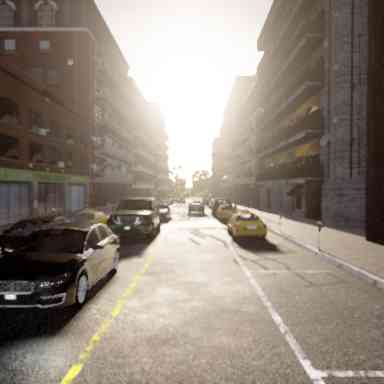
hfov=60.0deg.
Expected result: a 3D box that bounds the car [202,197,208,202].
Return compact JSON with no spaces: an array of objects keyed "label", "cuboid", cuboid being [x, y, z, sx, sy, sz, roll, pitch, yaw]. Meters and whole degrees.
[{"label":"car","cuboid":[3.708,2.070,94.978,1.802,1.307,4.206,-1,0,1]}]

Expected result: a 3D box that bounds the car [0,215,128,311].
[{"label":"car","cuboid":[-3.036,1.531,8.046,1.837,1.490,4.892,0,0,1]}]

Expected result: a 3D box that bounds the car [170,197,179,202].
[{"label":"car","cuboid":[-4.734,1.971,89.499,2.008,1.369,4.403,-1,0,1]}]

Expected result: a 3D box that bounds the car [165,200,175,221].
[{"label":"car","cuboid":[-2.764,1.676,28.631,2.033,1.411,5.357,0,0,1]}]

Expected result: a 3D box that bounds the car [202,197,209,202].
[{"label":"car","cuboid":[3.648,1.987,89.625,1.752,1.417,4.829,-1,0,1]}]

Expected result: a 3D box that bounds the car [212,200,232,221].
[{"label":"car","cuboid":[2.980,1.683,28.863,1.752,1.417,4.829,-1,0,1]}]

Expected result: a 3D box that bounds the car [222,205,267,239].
[{"label":"car","cuboid":[2.814,1.627,17.816,1.752,1.417,4.829,-1,0,1]}]

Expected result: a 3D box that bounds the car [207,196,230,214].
[{"label":"car","cuboid":[3.032,1.499,34.218,2.192,1.841,5.009,-1,0,1]}]

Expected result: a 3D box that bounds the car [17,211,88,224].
[{"label":"car","cuboid":[-5.596,1.599,12.168,1.947,1.339,4.313,-1,0,1]}]

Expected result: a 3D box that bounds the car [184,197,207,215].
[{"label":"car","cuboid":[0.489,1.679,37.344,2.128,1.511,4.902,0,0,0]}]

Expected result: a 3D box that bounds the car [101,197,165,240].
[{"label":"car","cuboid":[-2.923,1.296,17.975,2.150,2.045,5.566,0,0,1]}]

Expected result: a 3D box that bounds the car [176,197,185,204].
[{"label":"car","cuboid":[-2.231,1.866,71.446,1.812,1.442,4.674,0,0,1]}]

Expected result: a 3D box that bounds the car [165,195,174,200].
[{"label":"car","cuboid":[-5.041,1.833,61.882,2.008,1.369,4.403,-1,0,1]}]

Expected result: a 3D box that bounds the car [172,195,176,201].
[{"label":"car","cuboid":[-4.980,1.861,67.405,2.008,1.369,4.403,-1,0,1]}]

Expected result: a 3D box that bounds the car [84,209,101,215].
[{"label":"car","cuboid":[-5.536,1.585,17.522,1.752,1.417,4.829,-1,0,1]}]

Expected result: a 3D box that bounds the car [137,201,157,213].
[{"label":"car","cuboid":[-5.287,1.754,39.787,1.802,1.307,4.206,-1,0,1]}]

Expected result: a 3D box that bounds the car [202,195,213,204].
[{"label":"car","cuboid":[3.458,1.693,72.884,2.192,1.841,5.009,-1,0,1]}]

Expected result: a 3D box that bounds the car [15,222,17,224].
[{"label":"car","cuboid":[-5.660,1.531,6.474,1.752,1.417,4.829,-1,0,1]}]

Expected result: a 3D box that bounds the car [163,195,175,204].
[{"label":"car","cuboid":[-4.922,1.653,72.929,2.192,1.841,5.009,-1,0,1]}]
